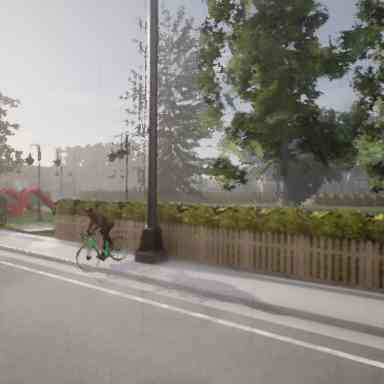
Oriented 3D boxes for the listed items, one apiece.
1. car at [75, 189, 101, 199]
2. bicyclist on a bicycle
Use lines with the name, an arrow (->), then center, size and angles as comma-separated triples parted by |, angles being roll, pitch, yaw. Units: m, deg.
car -> -20.035, 0.421, 64.956 | 2.150, 2.045, 5.566 | 1, 1, 35
bicyclist on a bicycle -> -2.457, 1.177, 8.901 | 0.582, 1.620, 1.656 | -14, -2, 39
